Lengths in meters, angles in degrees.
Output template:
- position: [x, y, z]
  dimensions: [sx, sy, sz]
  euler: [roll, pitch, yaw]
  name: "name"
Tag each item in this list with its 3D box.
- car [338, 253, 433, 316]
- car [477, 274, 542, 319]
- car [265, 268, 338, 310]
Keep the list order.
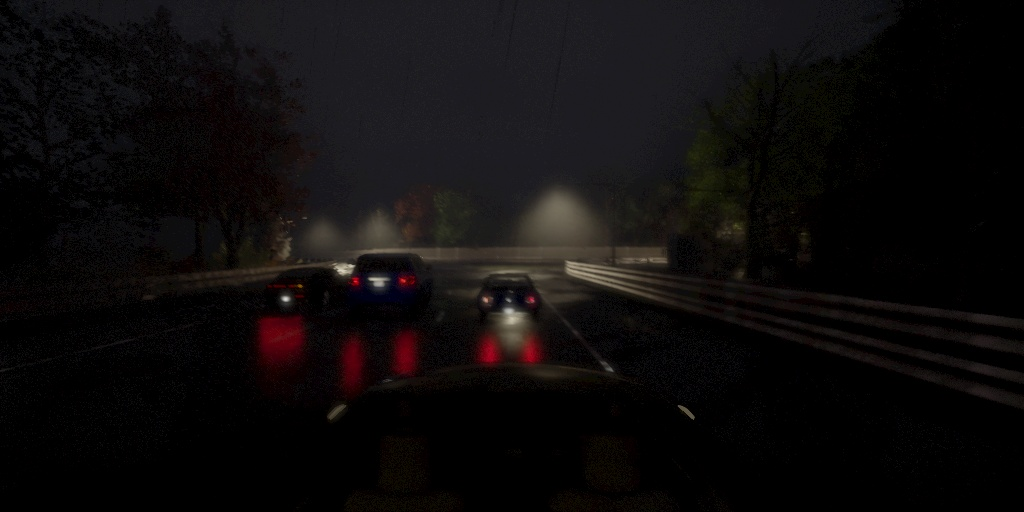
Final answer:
- position: [-4.249, 0.916, 13.324]
  dimensions: [2.150, 2.045, 5.566]
  euler: [0, 0, -7]
  name: "car"
- position: [-0.108, 1.287, 12.517]
  dimensions: [1.895, 1.301, 4.718]
  euler: [0, 0, -1]
  name: "car"
- position: [-7.962, 1.205, 14.547]
  dimensions: [1.837, 1.490, 4.892]
  euler: [0, 0, -7]
  name: "car"
